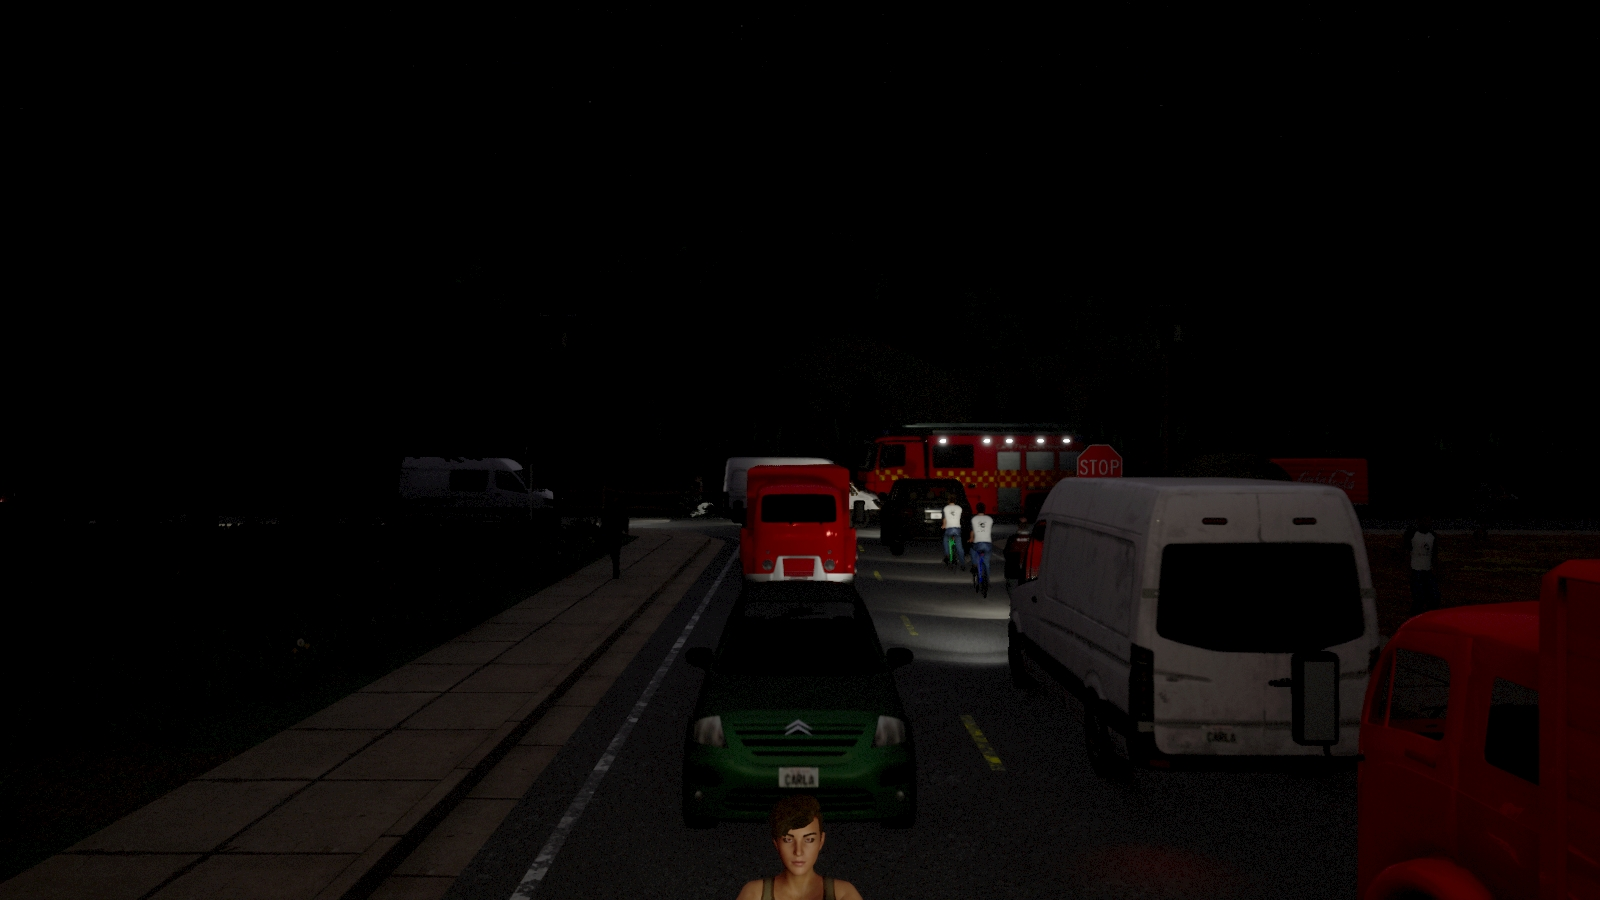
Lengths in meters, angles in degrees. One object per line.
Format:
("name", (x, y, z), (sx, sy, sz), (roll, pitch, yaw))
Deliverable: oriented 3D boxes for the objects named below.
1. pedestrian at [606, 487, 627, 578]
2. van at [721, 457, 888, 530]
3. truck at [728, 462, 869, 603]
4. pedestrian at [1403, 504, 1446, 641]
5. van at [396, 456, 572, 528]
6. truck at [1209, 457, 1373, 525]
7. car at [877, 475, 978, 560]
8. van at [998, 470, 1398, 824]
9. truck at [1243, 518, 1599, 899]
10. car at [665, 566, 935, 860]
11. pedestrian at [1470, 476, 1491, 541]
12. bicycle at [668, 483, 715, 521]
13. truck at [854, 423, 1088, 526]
("pedestrian", (-3.811, 1.709, 23.702), (0.375, 1.860, 0.375), (0, 0, -1))
("van", (0.202, 1.537, 41.467), (5.915, 2.561, 1.988), (0, 0, 3))
("truck", (-0.041, 1.568, 23.826), (2.627, 2.467, 5.204), (0, 1, 0))
("pedestrian", (8.712, 1.700, 15.944), (0.375, 1.860, 0.375), (0, 0, -11))
("van", (-11.571, 1.526, 42.031), (5.915, 2.561, 1.988), (0, 0, 3))
("truck", (18.819, 1.552, 44.066), (5.204, 2.467, 2.627), (-1, 0, 3))
("car", (3.475, 1.799, 32.193), (2.150, 2.045, 5.566), (0, 0, -1))
("van", (3.520, 1.543, 11.591), (1.988, 2.561, 5.915), (0, 0, 0))
("truck", (3.503, 1.572, 3.036), (2.627, 2.467, 5.204), (0, 0, 0))
("car", (-0.002, 2.006, 9.843), (1.851, 1.617, 3.988), (0, 0, 0))
("pedestrian", (19.814, 1.691, 33.255), (0.375, 1.860, 0.375), (0, 0, -23))
("bicycle", (-4.285, 2.053, 45.196), (1.835, 1.471, 0.329), (0, 0, 3))
("truck", (6.489, 0.886, 44.051), (8.468, 3.827, 2.891), (0, 0, -6))
